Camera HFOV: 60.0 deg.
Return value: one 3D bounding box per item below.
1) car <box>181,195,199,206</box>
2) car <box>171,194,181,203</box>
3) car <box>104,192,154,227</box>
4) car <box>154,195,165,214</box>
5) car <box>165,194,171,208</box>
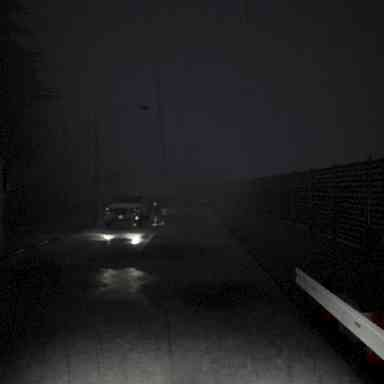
[{"bbox_3d":[-0.105,1.179,45.565,1.812,1.442,4.674,0,0,-5],"label":"car"},{"bbox_3d":[-3.706,1.088,54.941,4.892,1.490,1.837,0,1,40],"label":"car"},{"bbox_3d":[-4.096,1.055,21.840,2.150,2.045,5.566,0,0,0],"label":"car"},{"bbox_3d":[-4.083,1.110,31.692,2.097,1.767,4.553,0,0,0],"label":"car"},{"bbox_3d":[-4.028,1.206,41.887,1.812,1.442,4.674,0,0,0],"label":"car"}]
